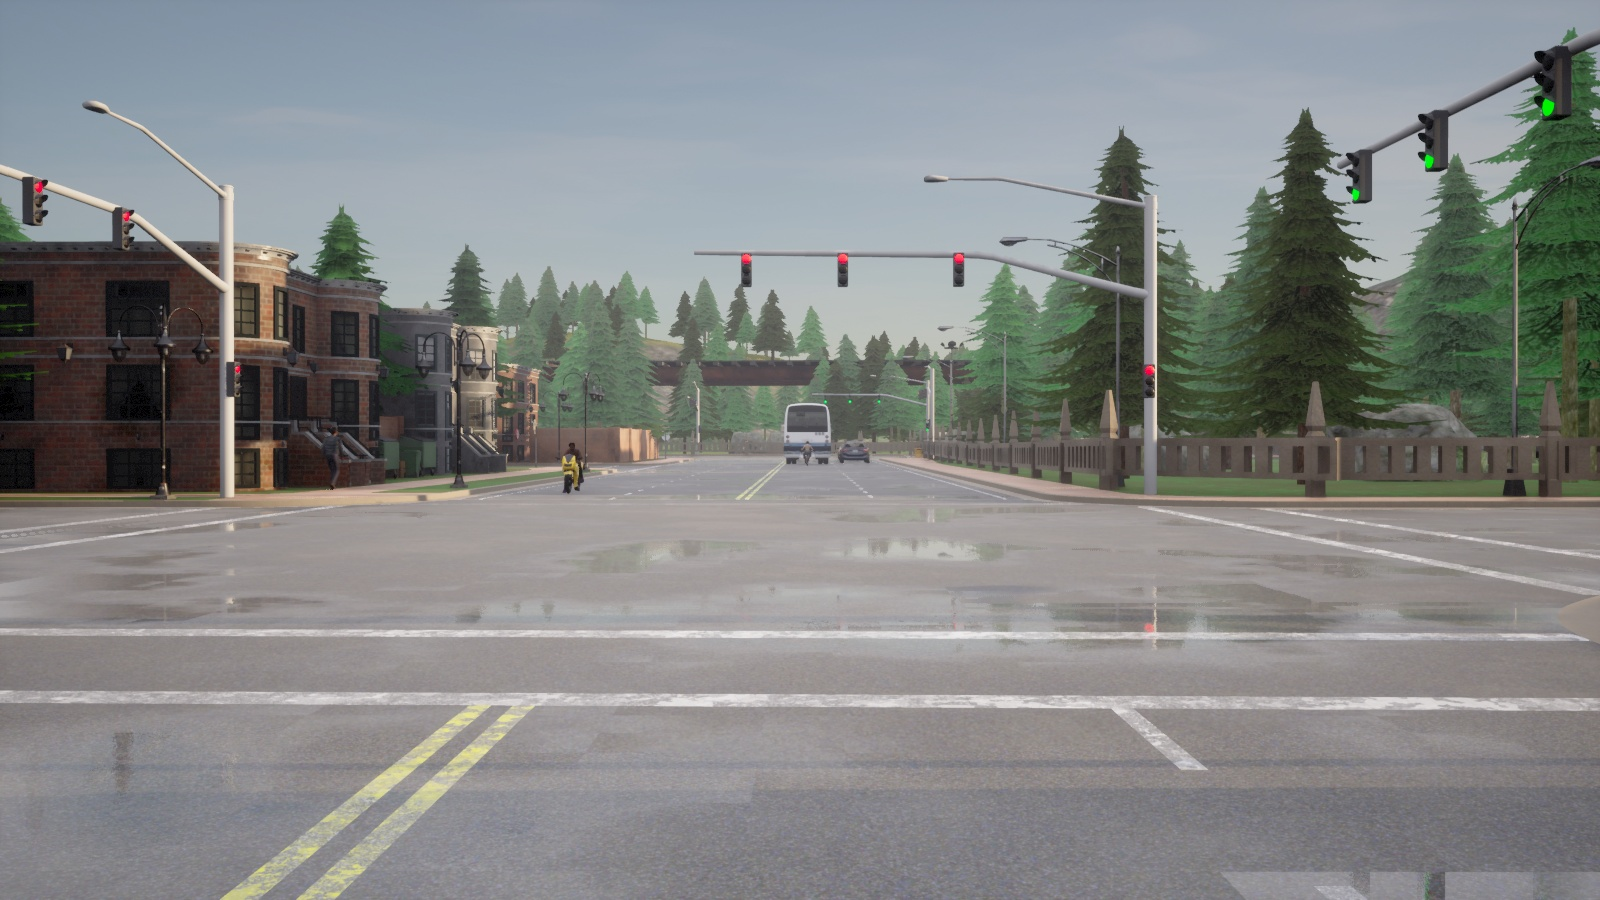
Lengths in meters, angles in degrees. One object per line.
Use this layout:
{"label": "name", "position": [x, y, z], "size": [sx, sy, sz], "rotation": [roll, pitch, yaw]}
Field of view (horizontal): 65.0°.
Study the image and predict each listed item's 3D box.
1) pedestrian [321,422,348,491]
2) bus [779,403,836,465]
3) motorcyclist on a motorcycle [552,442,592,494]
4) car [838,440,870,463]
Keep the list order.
{"label": "pedestrian", "position": [-13.380, 0.183, 36.077], "size": [0.423, 1.949, 0.788], "rotation": [0, 0, 5]}
{"label": "bus", "position": [0.532, -1.145, 91.448], "size": [3.944, 4.253, 10.273], "rotation": [0, 1, 0]}
{"label": "motorcyclist on a motorcycle", "position": [-6.774, 0.512, 37.430], "size": [0.797, 1.523, 2.044], "rotation": [0, 0, 0]}
{"label": "car", "position": [4.047, 0.063, 94.193], "size": [2.242, 1.667, 4.611], "rotation": [0, 0, 0]}
